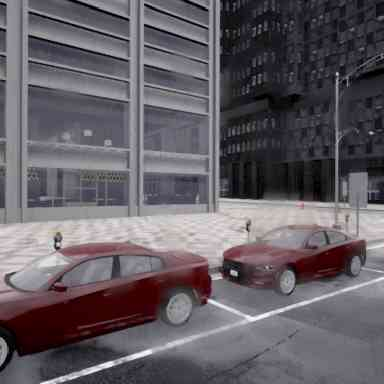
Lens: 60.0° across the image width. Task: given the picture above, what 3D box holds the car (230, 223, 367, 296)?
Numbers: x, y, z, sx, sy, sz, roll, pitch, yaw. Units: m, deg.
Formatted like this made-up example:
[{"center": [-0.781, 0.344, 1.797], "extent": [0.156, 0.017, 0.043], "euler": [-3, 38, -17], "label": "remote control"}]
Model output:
[{"center": [2.754, 1.545, 8.642], "extent": [4.507, 1.381, 1.887], "euler": [0, 0, -36], "label": "car"}]

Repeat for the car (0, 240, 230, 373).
[{"center": [-1.739, 1.545, 5.426], "extent": [4.507, 1.381, 1.887], "euler": [0, 0, -36], "label": "car"}]
